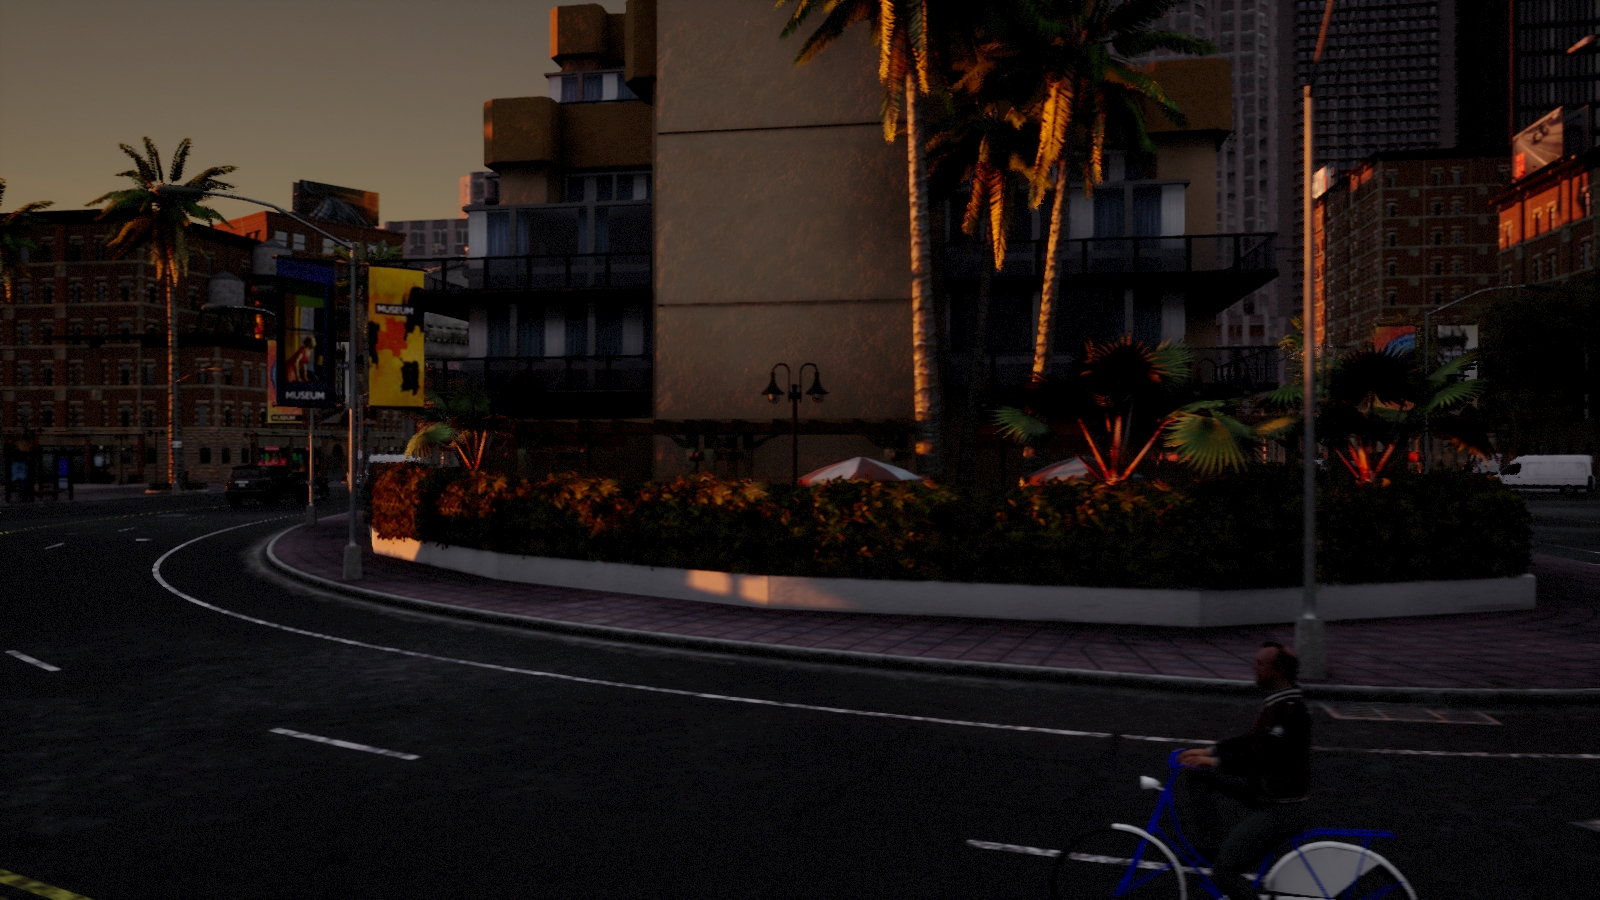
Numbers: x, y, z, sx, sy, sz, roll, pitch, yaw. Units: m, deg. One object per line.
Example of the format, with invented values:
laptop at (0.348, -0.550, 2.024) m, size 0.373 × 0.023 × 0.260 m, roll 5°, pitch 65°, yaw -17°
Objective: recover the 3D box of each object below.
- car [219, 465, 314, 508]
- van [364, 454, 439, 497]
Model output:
car at (-27.102, 1.811, 58.270) m, size 2.150 × 2.045 × 5.566 m, roll 0°, pitch 0°, yaw 1°
van at (-25.377, 1.574, 73.022) m, size 1.988 × 2.561 × 5.915 m, roll 0°, pitch 0°, yaw 9°
